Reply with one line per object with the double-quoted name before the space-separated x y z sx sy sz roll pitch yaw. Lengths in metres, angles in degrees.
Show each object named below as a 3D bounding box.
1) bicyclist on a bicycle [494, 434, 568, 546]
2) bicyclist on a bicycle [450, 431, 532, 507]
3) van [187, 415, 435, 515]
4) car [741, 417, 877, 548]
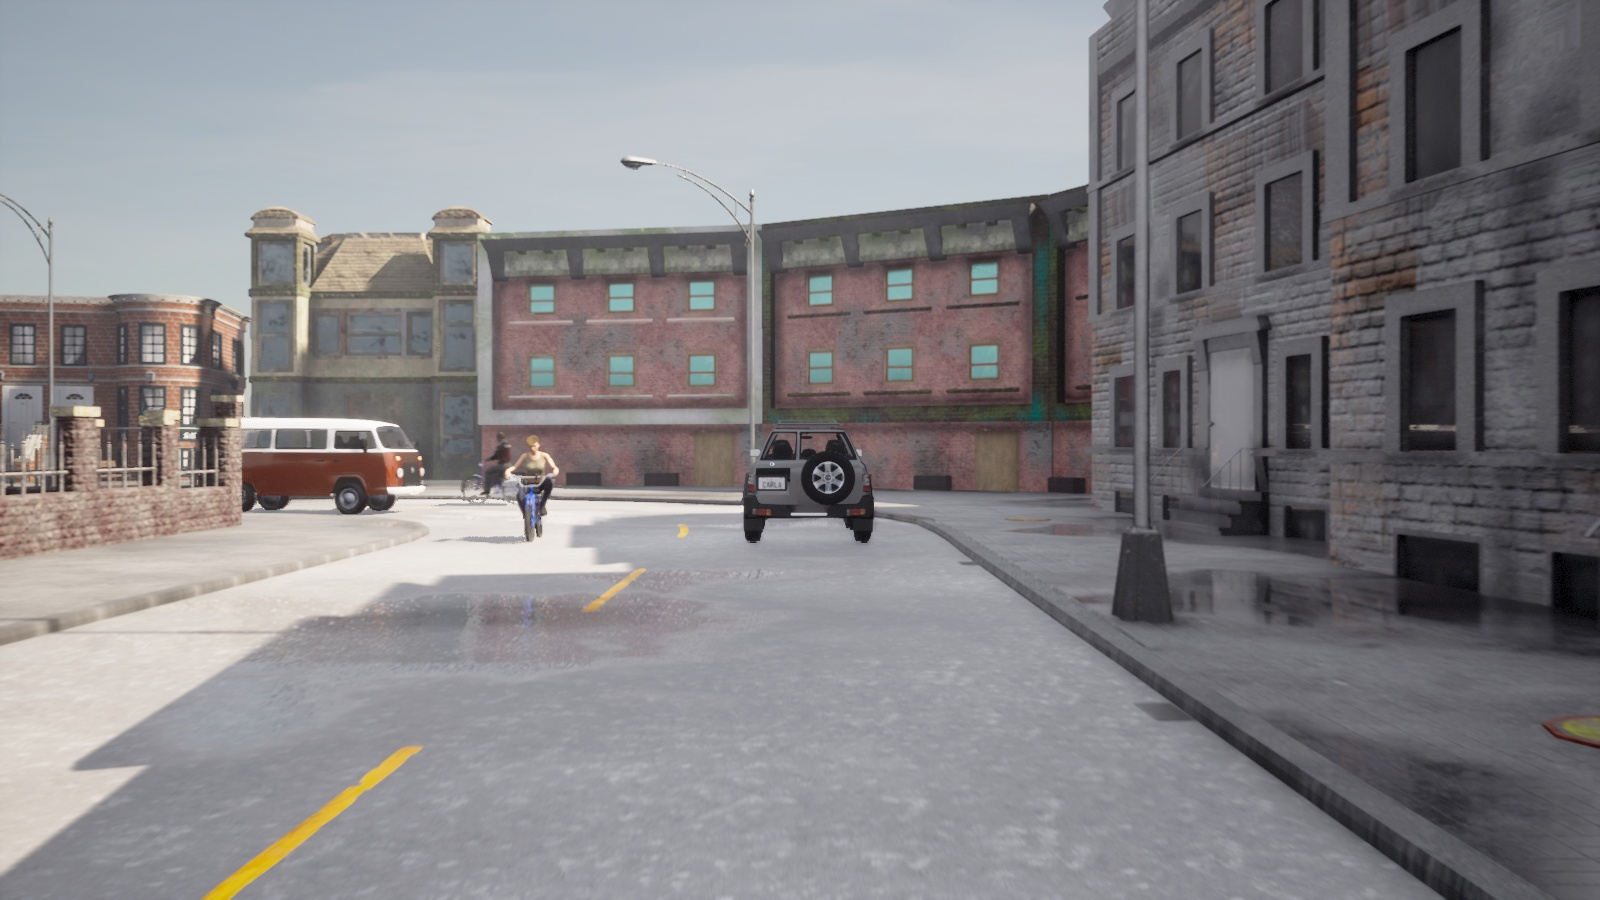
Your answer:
"bicyclist on a bicycle" -4.040 0.573 18.966 0.866 1.612 1.509 -1 0 -4
"bicyclist on a bicycle" -7.420 0.443 30.171 1.843 1.776 0.659 0 2 20
"van" -10.364 0.311 26.843 4.480 2.038 2.069 0 0 5
"car" 0.096 0.451 20.100 1.932 1.855 4.605 0 0 -1
